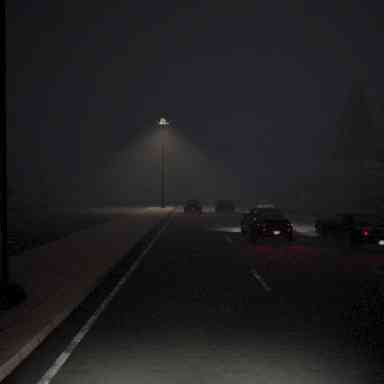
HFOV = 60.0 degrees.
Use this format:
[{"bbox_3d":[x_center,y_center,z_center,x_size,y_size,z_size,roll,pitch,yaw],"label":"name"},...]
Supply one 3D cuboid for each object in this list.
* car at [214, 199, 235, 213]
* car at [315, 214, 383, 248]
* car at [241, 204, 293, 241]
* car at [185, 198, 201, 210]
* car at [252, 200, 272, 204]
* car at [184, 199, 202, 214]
[{"bbox_3d":[3.609,1.491,37.026,2.128,1.511,4.902,0,0,0],"label":"car"},{"bbox_3d":[7.103,1.601,14.646,1.895,1.301,4.718,0,0,0],"label":"car"},{"bbox_3d":[3.602,1.526,16.430,1.812,1.442,4.674,0,0,0],"label":"car"},{"bbox_3d":[0.107,1.564,44.579,1.994,1.385,4.181,0,0,0],"label":"car"},{"bbox_3d":[7.100,1.526,33.405,1.812,1.442,4.674,0,0,0],"label":"car"},{"bbox_3d":[0.100,1.526,35.818,1.812,1.442,4.674,0,0,0],"label":"car"}]
